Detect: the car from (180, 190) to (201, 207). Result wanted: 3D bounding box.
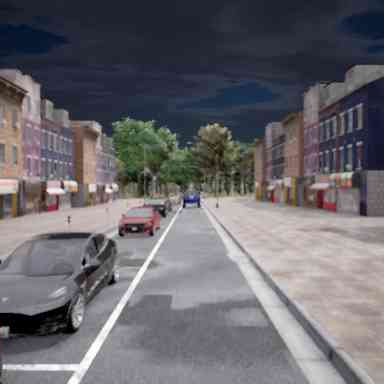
[{"bbox_3d":[-0.029,0.808,43.484,2.150,2.045,5.566,0,0,0],"label":"car"}]

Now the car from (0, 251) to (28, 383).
[{"bbox_3d":[-2.649,1.432,1.260,1.967,1.590,4.097,-1,0,0],"label":"car"}]

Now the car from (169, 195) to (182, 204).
[{"bbox_3d":[-2.683,1.275,55.607,1.947,1.339,4.313,-1,0,0],"label":"car"}]

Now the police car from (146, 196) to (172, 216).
[{"bbox_3d":[-3.028,1.268,28.553,1.930,1.638,5.238,0,0,0],"label":"police car"}]

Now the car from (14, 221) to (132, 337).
[{"bbox_3d":[-2.651,1.526,6.695,1.947,1.339,4.313,-1,0,0],"label":"car"}]

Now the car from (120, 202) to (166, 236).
[{"bbox_3d":[-2.658,1.446,17.564,1.887,1.381,4.507,-1,0,0],"label":"car"}]

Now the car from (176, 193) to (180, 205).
[{"bbox_3d":[-2.679,1.285,50.173,2.008,1.369,4.403,-1,0,0],"label":"car"}]

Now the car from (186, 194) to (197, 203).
[{"bbox_3d":[-0.036,1.021,56.006,1.837,1.490,4.892,0,0,0],"label":"car"}]

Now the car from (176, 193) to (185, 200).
[{"bbox_3d":[-2.698,1.048,77.346,1.967,1.590,4.097,-1,0,0],"label":"car"}]

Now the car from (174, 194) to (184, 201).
[{"bbox_3d":[-2.693,1.199,71.912,1.947,1.339,4.313,-1,0,0],"label":"car"}]

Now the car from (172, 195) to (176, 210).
[{"bbox_3d":[-3.044,1.312,35.443,1.837,1.490,4.892,0,0,0],"label":"car"}]

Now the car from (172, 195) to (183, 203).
[{"bbox_3d":[-2.686,1.265,61.042,1.802,1.307,4.206,-1,0,0],"label":"car"}]
